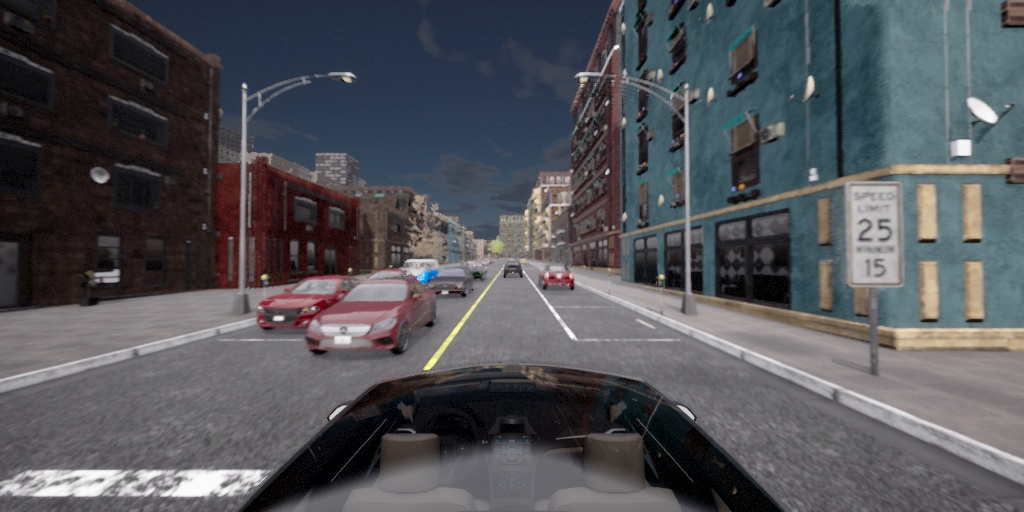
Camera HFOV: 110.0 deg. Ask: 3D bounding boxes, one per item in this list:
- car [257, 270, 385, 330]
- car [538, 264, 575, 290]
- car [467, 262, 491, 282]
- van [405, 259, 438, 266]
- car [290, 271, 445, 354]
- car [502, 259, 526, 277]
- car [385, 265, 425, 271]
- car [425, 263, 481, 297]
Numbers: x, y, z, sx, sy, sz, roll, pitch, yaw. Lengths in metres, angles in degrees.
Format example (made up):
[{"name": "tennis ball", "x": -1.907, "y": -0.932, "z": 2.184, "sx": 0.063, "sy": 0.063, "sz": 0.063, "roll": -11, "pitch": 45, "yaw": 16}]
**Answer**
[{"name": "car", "x": -5.764, "y": 1.297, "z": 11.098, "sx": 1.888, "sy": 1.381, "sz": 4.507, "roll": 0, "pitch": 0, "yaw": 0}, {"name": "car", "x": 2.695, "y": 1.195, "z": 22.526, "sx": 1.967, "sy": 1.591, "sz": 4.097, "roll": 0, "pitch": 0, "yaw": 0}, {"name": "car", "x": -3.067, "y": 1.358, "z": 29.264, "sx": 1.895, "sy": 1.301, "sz": 4.718, "roll": 0, "pitch": 0, "yaw": 0}, {"name": "van", "x": -5.686, "y": 1.096, "z": 22.467, "sx": 1.690, "sy": 1.789, "sz": 3.998, "roll": 0, "pitch": 0, "yaw": 0}, {"name": "car", "x": -3.089, "y": 1.278, "z": 8.875, "sx": 1.812, "sy": 1.442, "sz": 4.674, "roll": 0, "pitch": 0, "yaw": 0}, {"name": "car", "x": 0.105, "y": 1.264, "z": 35.658, "sx": 1.837, "sy": 1.490, "sz": 4.892, "roll": 0, "pitch": 0, "yaw": 0}, {"name": "car", "x": -5.687, "y": 1.299, "z": 16.779, "sx": 1.888, "sy": 1.381, "sz": 4.507, "roll": 0, "pitch": 0, "yaw": 0}, {"name": "car", "x": -3.080, "y": 1.302, "z": 19.239, "sx": 2.033, "sy": 1.411, "sz": 5.357, "roll": 0, "pitch": 0, "yaw": 0}]
